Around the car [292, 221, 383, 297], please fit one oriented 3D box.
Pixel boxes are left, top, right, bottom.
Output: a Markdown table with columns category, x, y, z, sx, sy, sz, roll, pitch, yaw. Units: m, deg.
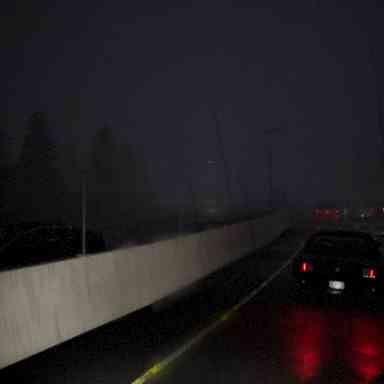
| category | x | y | z | sx | sy | sz | roll | pitch | yaw |
| --- | --- | --- | --- | --- | --- | --- | --- | --- | --- |
| car | 4.085 | 1.714 | 9.064 | 1.895 | 1.301 | 4.718 | 0 | -1 | 27 |

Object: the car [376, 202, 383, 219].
| category | x | y | z | sx | sy | sz | roll | pitch | yaw |
| --- | --- | --- | --- | --- | --- | --- | --- | --- | --- |
| car | 19.868 | 1.801 | 34.119 | 2.097 | 1.767 | 4.553 | 0 | -1 | 12 |

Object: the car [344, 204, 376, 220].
| category | x | y | z | sx | sy | sz | roll | pitch | yaw |
| --- | --- | --- | --- | --- | --- | --- | --- | --- | --- |
| car | 15.978 | 1.935 | 32.417 | 1.812 | 1.442 | 4.674 | 0 | 0 | 13 |

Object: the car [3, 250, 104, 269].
| category | x | y | z | sx | sy | sz | roll | pitch | yaw |
| --- | --- | --- | --- | --- | --- | --- | --- | --- | --- |
| car | -4.361 | 1.546 | 8.448 | 2.128 | 1.511 | 4.902 | 0 | -1 | 29 |

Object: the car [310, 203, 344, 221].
| category | x | y | z | sx | sy | sz | roll | pitch | yaw |
| --- | --- | --- | --- | --- | --- | --- | --- | --- | --- |
| car | 11.613 | 1.704 | 29.215 | 2.097 | 1.767 | 4.553 | 0 | -1 | 15 |
